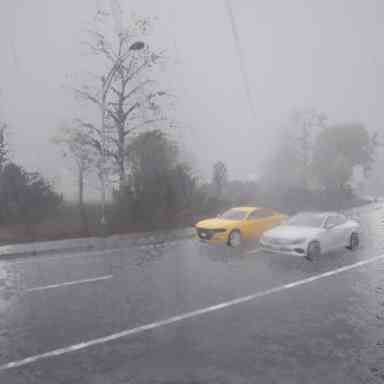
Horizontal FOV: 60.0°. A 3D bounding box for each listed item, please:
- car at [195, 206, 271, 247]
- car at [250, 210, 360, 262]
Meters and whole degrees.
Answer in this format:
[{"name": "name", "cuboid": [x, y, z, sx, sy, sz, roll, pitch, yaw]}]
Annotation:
[{"name": "car", "cuboid": [2.362, 1.427, 14.958, 5.008, 1.535, 1.882, -1, 0, -41]}, {"name": "car", "cuboid": [4.443, 1.470, 12.139, 4.674, 1.442, 1.812, 0, 0, -40]}]
